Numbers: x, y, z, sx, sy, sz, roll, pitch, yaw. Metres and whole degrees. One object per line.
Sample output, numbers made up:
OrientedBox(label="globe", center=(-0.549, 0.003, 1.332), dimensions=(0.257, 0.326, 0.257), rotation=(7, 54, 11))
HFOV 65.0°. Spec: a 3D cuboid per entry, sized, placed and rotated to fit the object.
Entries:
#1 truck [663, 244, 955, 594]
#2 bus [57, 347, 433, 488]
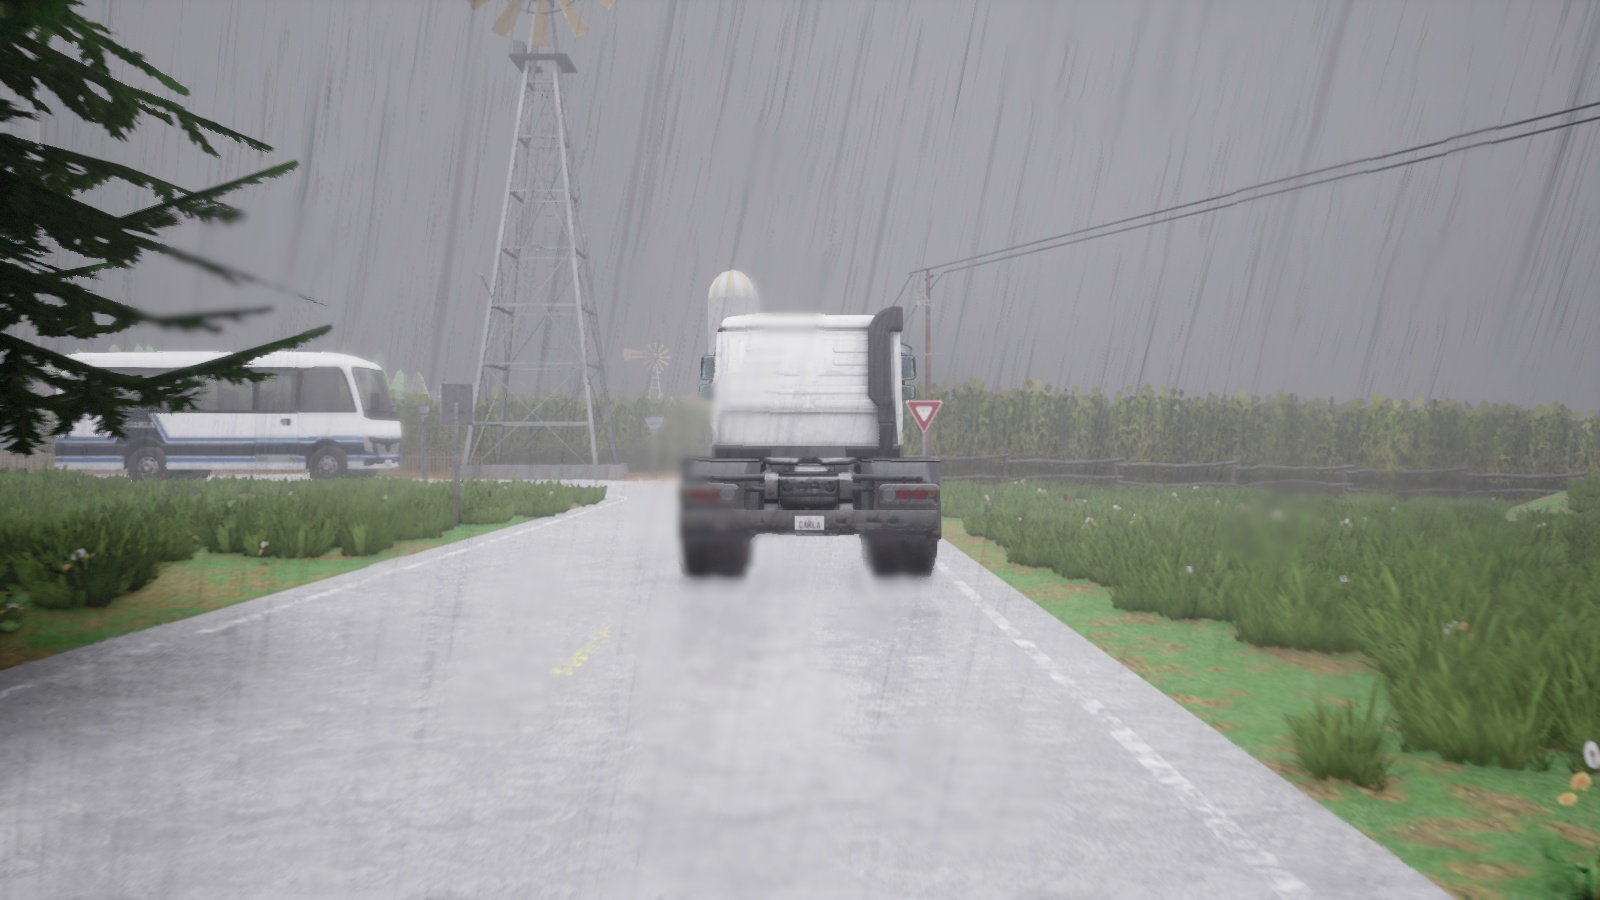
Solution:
OrientedBox(label="truck", center=(0.112, -0.328, 16.419), dimensions=(2.891, 3.462, 7.936), rotation=(0, 0, 0))
OrientedBox(label="bus", center=(-17.414, -1.010, 40.039), dimensions=(10.273, 4.253, 3.944), rotation=(0, 0, 1))
